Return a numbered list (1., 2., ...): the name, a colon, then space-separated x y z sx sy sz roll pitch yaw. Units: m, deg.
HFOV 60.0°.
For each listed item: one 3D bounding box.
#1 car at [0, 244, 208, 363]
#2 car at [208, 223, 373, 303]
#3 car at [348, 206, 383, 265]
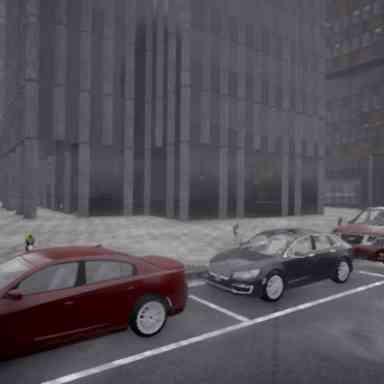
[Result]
1. car: -2.162 1.556 5.102 4.507 1.381 1.887 1 0 -36
2. car: 2.335 1.618 8.313 4.403 1.369 2.008 1 0 -36
3. car: 6.835 1.439 11.523 5.009 1.841 2.192 1 0 -36
